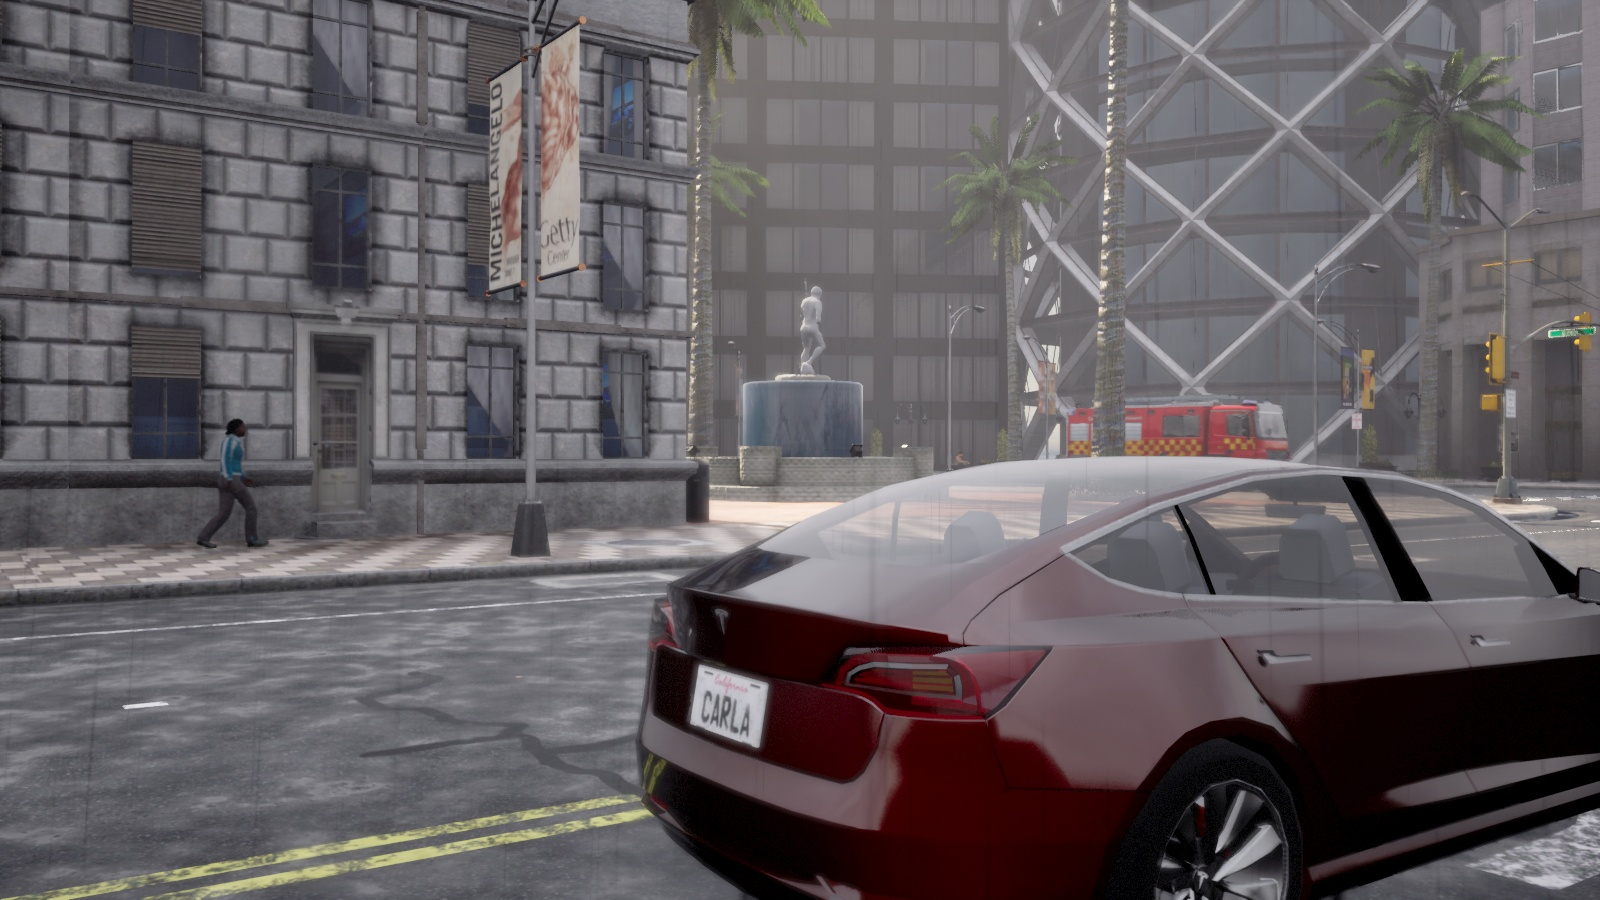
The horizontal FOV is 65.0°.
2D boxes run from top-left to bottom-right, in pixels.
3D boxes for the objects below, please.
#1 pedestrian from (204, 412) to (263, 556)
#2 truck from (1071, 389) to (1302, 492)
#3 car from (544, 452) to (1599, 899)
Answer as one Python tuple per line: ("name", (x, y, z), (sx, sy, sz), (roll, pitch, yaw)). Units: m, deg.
("pedestrian", (-7.785, 0.460, 17.252), (0.692, 1.930, 0.396), (0, 0, -30))
("truck", (15.416, -0.329, 50.599), (8.468, 3.827, 2.891), (0, 0, 42))
("car", (1.700, 0.753, 4.825), (4.792, 1.488, 2.163), (0, 0, -35))
